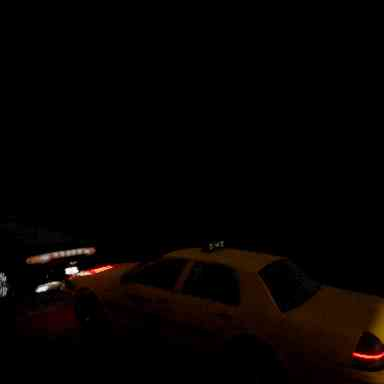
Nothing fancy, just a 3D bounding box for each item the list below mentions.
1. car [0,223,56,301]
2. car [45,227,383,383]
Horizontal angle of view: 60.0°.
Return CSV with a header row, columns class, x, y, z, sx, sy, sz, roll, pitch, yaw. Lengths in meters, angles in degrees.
class,x,y,z,sx,sy,sz,roll,pitch,yaw
car,-4.547,1.528,8.572,5.008,1.535,1.882,0,-1,37
car,0.096,1.503,5.109,5.366,1.575,1.801,0,-1,37
